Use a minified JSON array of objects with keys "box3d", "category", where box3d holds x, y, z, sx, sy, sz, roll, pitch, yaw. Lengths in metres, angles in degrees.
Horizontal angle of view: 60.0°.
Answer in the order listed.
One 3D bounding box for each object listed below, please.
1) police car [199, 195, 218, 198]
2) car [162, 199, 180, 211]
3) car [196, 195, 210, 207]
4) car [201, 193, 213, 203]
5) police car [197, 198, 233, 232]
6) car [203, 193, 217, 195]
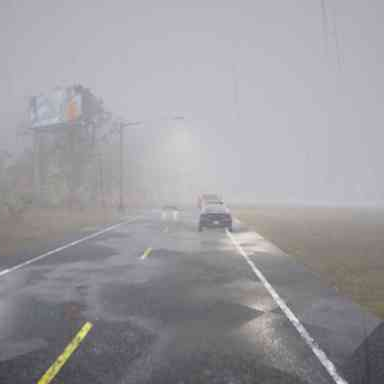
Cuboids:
[{"box3d":[1.644,1.399,29.842,1.930,1.638,5.238,0,0,2],"category":"police car"},{"box3d":[-2.501,1.556,40.673,2.033,1.411,5.357,0,0,3],"category":"car"},{"box3d":[1.900,1.443,54.598,2.097,1.767,4.553,0,0,4],"category":"car"},{"box3d":[3.210,1.300,70.838,2.150,2.045,5.566,0,0,5],"category":"car"},{"box3d":[1.319,1.388,19.880,1.930,1.638,5.238,0,0,1],"category":"police car"},{"box3d":[1.895,1.215,35.737,2.150,2.045,5.566,0,0,3],"category":"car"}]
